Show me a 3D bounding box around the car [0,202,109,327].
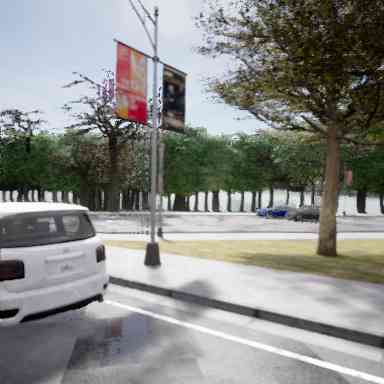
[{"bbox_3d":[-4.042,1.214,6.570,5.566,2.045,2.150,0,0,36],"label":"car"}]

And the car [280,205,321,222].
[{"bbox_3d":[12.345,2.252,35.660,4.553,1.767,2.097,1,1,-11],"label":"car"}]

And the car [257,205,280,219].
[{"bbox_3d":[9.997,2.290,38.515,5.008,1.535,1.882,1,1,-11],"label":"car"}]
